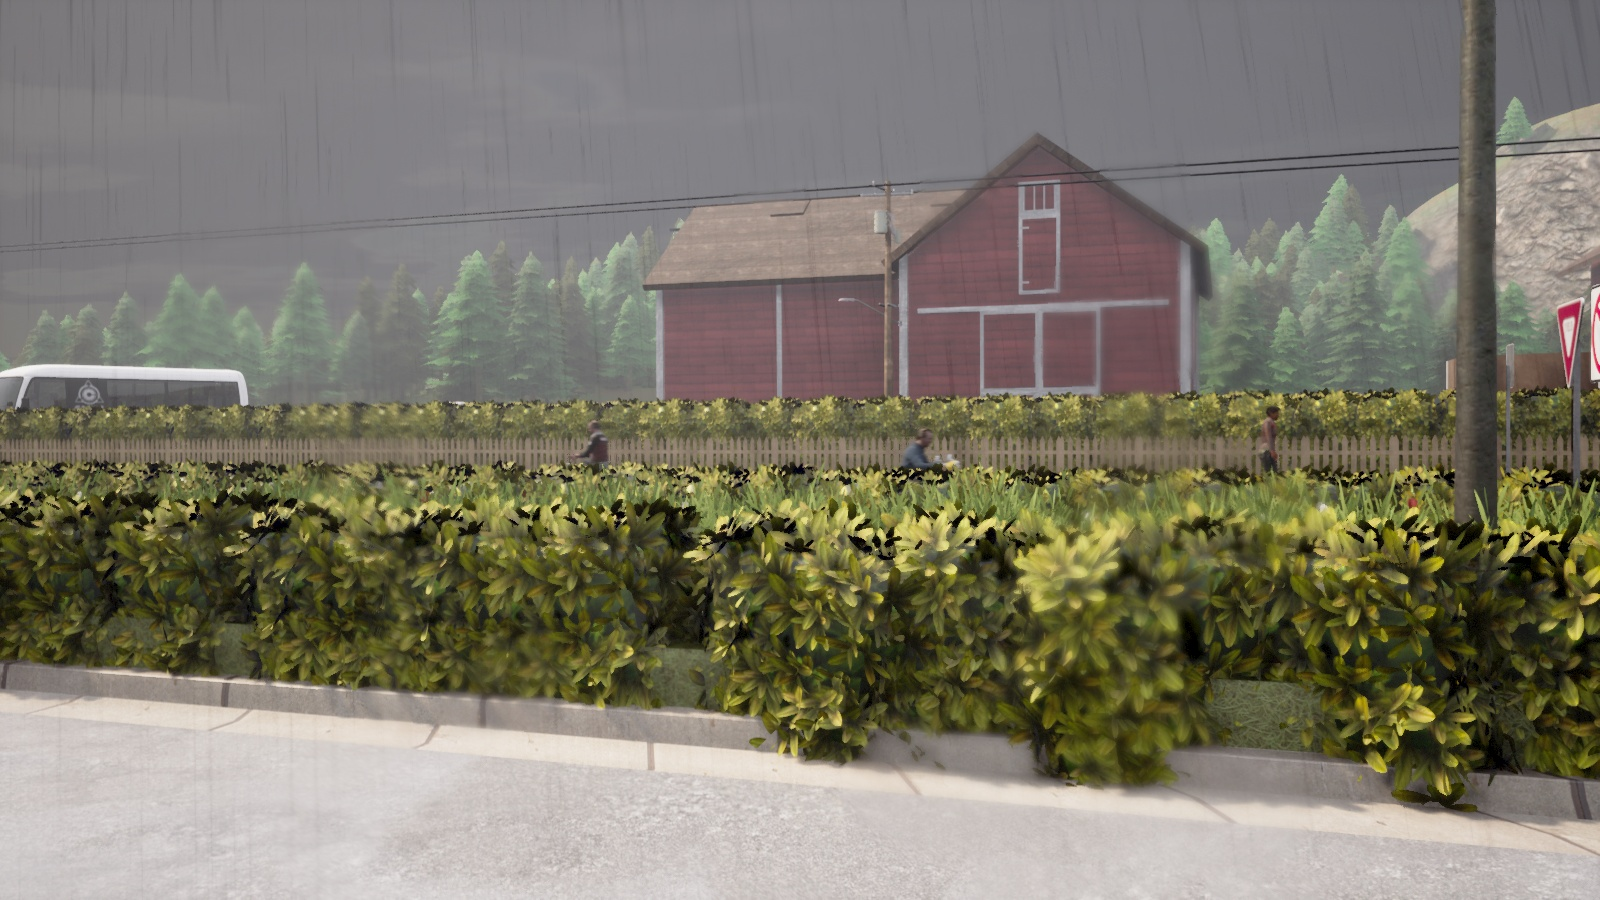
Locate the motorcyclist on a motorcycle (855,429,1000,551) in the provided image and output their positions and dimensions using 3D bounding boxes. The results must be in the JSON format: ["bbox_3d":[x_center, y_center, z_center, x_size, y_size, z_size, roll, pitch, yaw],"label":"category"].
[{"bbox_3d":[1.747,0.514,17.140,1.817,1.590,0.866,0,1,19],"label":"motorcyclist on a motorcycle"}]

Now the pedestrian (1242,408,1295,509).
[{"bbox_3d":[8.477,0.149,22.740,0.869,1.805,0.328,0,1,18],"label":"pedestrian"}]

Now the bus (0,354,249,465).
[{"bbox_3d":[-29.282,-1.642,53.159,3.944,4.253,10.273,1,1,37],"label":"bus"}]
